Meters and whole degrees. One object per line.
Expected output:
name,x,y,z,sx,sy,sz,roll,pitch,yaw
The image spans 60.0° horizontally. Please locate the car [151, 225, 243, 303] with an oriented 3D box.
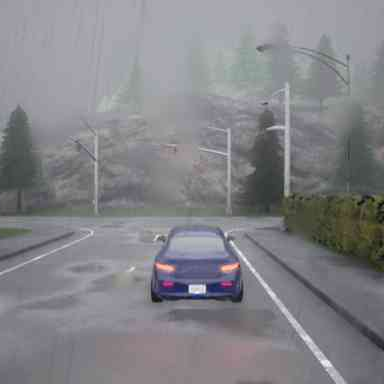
car,0.103,1.522,8.091,1.812,1.442,4.674,0,0,0
